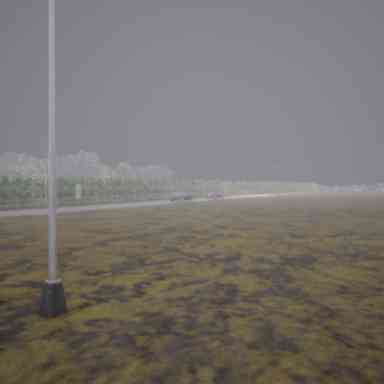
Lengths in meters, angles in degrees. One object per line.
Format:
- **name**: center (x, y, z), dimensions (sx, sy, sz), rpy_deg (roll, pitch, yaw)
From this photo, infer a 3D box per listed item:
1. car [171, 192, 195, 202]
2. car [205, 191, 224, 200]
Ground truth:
- **car**: center (-1.492, 0.719, 55.752), dimensions (2.097, 1.767, 4.553), rpy_deg (1, 2, 36)
- **car**: center (4.394, 0.627, 64.000), dimensions (2.128, 1.511, 4.902), rpy_deg (1, 2, 36)
